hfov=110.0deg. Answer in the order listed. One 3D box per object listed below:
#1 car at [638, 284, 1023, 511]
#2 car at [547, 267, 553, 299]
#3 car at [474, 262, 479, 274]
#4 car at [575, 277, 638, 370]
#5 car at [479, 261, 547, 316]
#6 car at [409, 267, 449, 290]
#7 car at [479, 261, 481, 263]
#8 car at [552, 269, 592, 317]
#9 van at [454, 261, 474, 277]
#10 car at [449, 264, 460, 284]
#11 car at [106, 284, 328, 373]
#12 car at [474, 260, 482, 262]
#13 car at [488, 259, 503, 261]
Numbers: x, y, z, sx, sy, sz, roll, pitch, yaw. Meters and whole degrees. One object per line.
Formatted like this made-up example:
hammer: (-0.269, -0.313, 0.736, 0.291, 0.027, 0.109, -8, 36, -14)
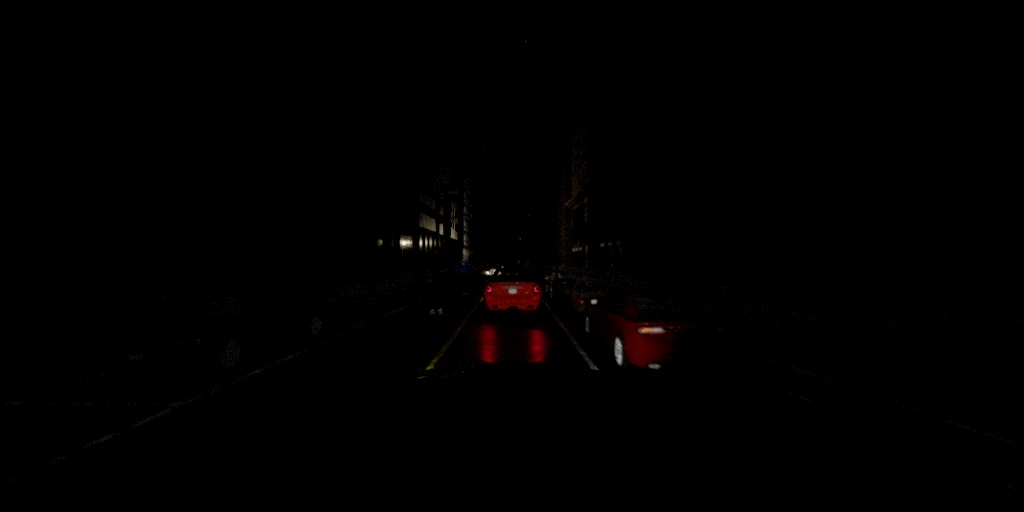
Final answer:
car: (2.762, 1.069, 2.160, 2.192, 1.841, 5.009, 0, 0, 0)
car: (2.762, 1.466, 18.965, 2.007, 1.370, 4.403, 0, 0, 0)
car: (-5.765, 1.715, 46.786, 1.751, 1.417, 4.829, 0, 0, 0)
car: (2.762, 1.353, 7.762, 1.888, 1.381, 4.507, 0, 0, 0)
car: (0.044, 1.221, 14.179, 2.097, 1.767, 4.553, 0, -1, 0)
car: (-5.764, 1.552, 24.549, 1.802, 1.307, 4.207, 0, 0, 0)
car: (-5.765, 1.827, 52.558, 1.802, 1.307, 4.207, 0, 0, 0)
car: (2.762, 1.387, 13.533, 1.751, 1.417, 4.829, 0, 0, 0)
van: (-5.764, 1.475, 41.355, 1.690, 1.789, 3.998, 0, 0, 0)
car: (-5.764, 1.607, 30.150, 1.802, 1.307, 4.207, 0, 0, 0)
car: (-5.763, 1.353, 7.744, 1.888, 1.381, 4.507, 0, 0, 0)
car: (-5.765, 1.615, 58.160, 2.192, 1.841, 5.009, 0, 0, 0)
car: (-3.054, 1.534, 59.354, 2.150, 2.045, 5.566, 0, -1, 1)
